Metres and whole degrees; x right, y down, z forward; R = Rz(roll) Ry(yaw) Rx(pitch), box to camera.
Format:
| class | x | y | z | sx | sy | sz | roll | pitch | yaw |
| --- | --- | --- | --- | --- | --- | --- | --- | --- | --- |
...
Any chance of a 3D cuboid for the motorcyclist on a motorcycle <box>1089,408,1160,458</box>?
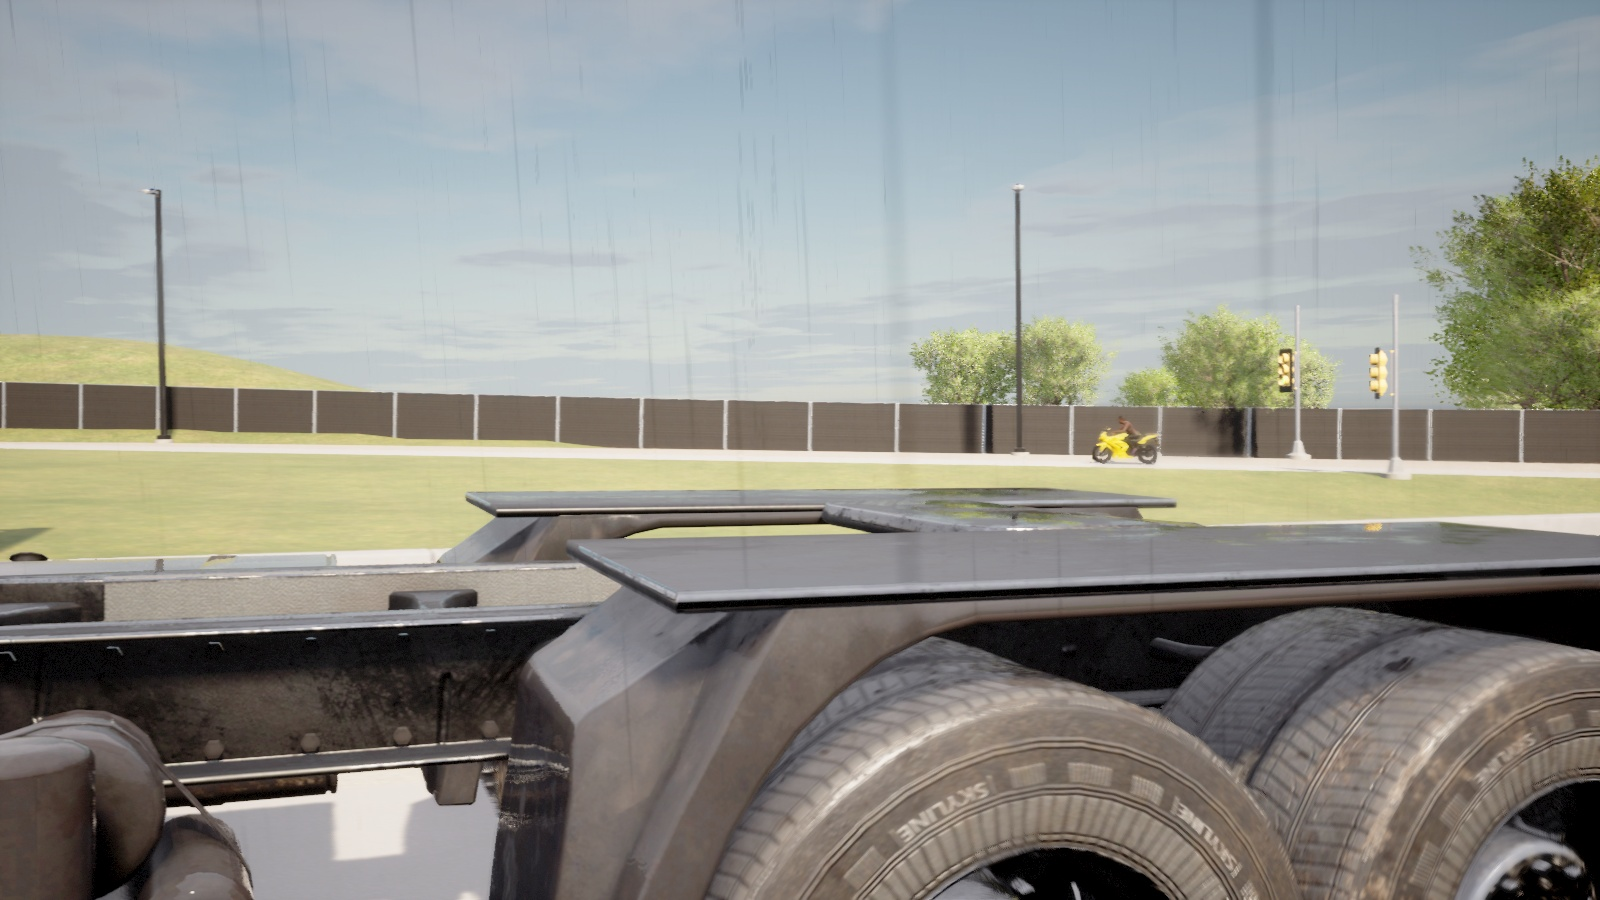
| class | x | y | z | sx | sy | sz | roll | pitch | yaw |
| --- | --- | --- | --- | --- | --- | --- | --- | --- | --- |
| motorcyclist on a motorcycle | 10.027 | -0.529 | 38.880 | 2.044 | 1.523 | 0.797 | 0 | 2 | 6 |

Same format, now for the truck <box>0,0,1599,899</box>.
| class | x | y | z | sx | sy | sz | roll | pitch | yaw |
| --- | --- | --- | --- | --- | --- | --- | --- | --- | --- |
| truck | -1.560 | -0.209 | 2.635 | 7.936 | 3.462 | 2.891 | -1 | 1 | -21 |
